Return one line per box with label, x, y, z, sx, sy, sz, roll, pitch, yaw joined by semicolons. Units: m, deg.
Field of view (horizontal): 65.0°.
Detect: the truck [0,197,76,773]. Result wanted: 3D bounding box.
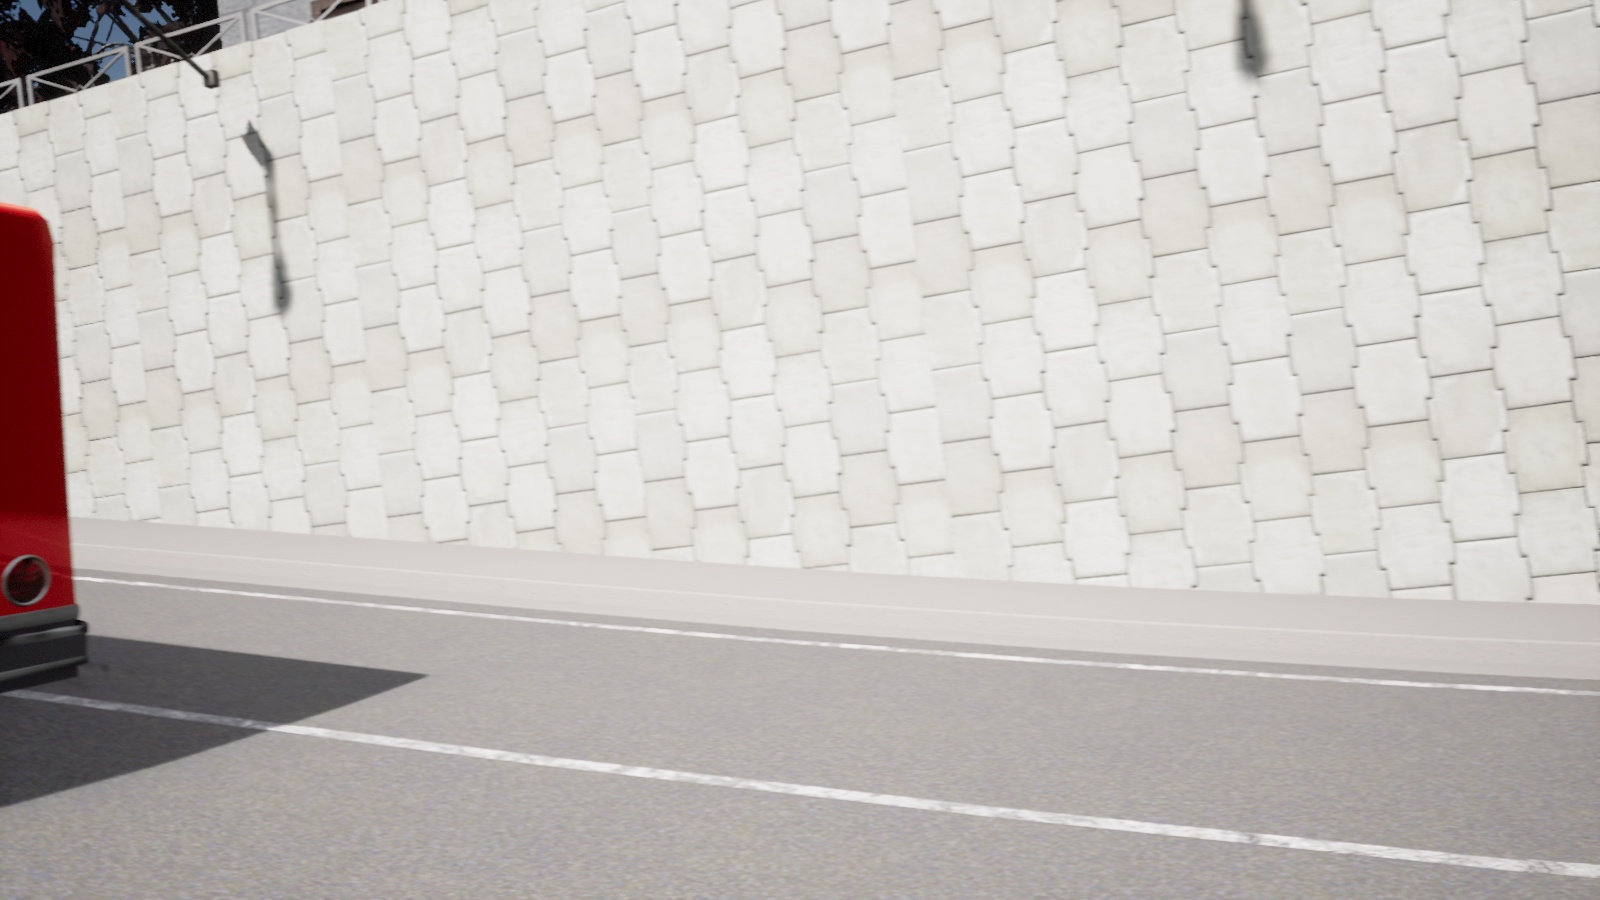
truck;-6.183;0.041;5.255;5.204;2.467;2.627;3;2;19
